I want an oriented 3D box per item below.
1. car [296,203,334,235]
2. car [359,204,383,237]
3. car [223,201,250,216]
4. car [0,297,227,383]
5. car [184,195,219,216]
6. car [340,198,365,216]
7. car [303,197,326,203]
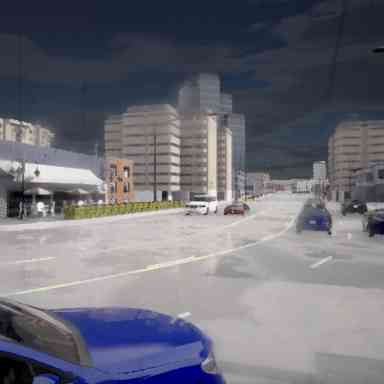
[{"bbox_3d":[7.022,1.563,18.947,2.033,1.411,5.357,0,0,23],"label":"car"},{"bbox_3d":[10.245,1.573,17.583,1.994,1.385,4.181,0,0,23],"label":"car"},{"bbox_3d":[4.369,1.600,32.058,1.994,1.385,4.181,0,0,20],"label":"car"},{"bbox_3d":[-1.863,1.525,2.412,4.674,1.442,1.812,0,0,-36],"label":"car"},{"bbox_3d":[1.067,1.327,33.220,2.150,2.045,5.566,0,0,20],"label":"car"},{"bbox_3d":[15.551,1.366,32.119,2.097,1.767,4.553,0,0,20],"label":"car"},{"bbox_3d":[12.255,1.366,33.295,2.097,1.767,4.553,0,0,20],"label":"car"}]
